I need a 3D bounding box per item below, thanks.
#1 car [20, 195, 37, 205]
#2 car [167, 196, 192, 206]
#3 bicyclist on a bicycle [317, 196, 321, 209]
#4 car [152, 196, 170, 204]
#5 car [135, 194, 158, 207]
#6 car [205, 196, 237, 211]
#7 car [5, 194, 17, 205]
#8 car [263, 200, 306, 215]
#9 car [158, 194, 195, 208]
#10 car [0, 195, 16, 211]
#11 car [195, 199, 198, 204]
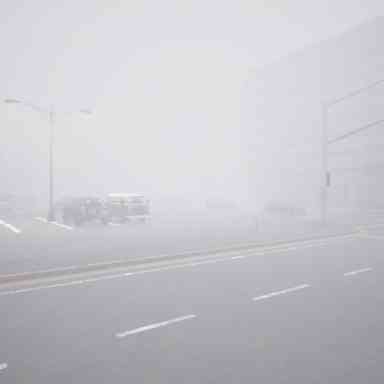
[{"bbox_3d":[-27.204,1.209,55.403,1.932,1.855,4.605,0,0,-35],"label":"car"},{"bbox_3d":[-2.234,1.533,56.793,1.882,1.535,5.008,0,0,-36],"label":"car"},{"bbox_3d":[16.592,1.356,42.905,1.656,1.620,0.582,0,0,-35],"label":"bicyclist on a bicycle"},{"bbox_3d":[-6.406,1.619,68.517,1.994,1.385,4.181,0,0,-35],"label":"car"},{"bbox_3d":[-8.853,1.547,66.074,2.128,1.511,4.902,0,0,-35],"label":"car"},{"bbox_3d":[3.622,1.407,42.191,2.097,1.767,4.553,0,0,-35],"label":"car"},{"bbox_3d":[-29.599,1.212,53.777,1.905,1.878,3.866,0,0,-35],"label":"car"},{"bbox_3d":[9.380,1.581,34.131,1.812,1.442,4.674,0,0,-36],"label":"car"},{"bbox_3d":[-2.474,1.277,50.768,2.150,2.045,5.566,0,0,-36],"label":"car"},{"bbox_3d":[-21.730,1.451,37.950,1.970,1.475,3.806,0,0,-35],"label":"car"},{"bbox_3d":[-1.005,1.603,61.023,2.033,1.411,5.357,0,0,-35],"label":"car"}]
